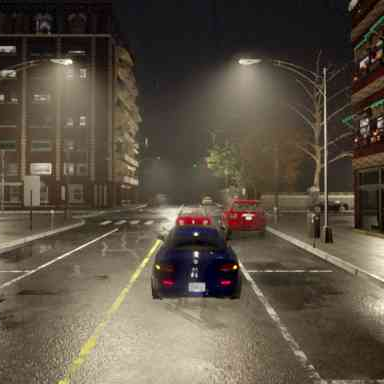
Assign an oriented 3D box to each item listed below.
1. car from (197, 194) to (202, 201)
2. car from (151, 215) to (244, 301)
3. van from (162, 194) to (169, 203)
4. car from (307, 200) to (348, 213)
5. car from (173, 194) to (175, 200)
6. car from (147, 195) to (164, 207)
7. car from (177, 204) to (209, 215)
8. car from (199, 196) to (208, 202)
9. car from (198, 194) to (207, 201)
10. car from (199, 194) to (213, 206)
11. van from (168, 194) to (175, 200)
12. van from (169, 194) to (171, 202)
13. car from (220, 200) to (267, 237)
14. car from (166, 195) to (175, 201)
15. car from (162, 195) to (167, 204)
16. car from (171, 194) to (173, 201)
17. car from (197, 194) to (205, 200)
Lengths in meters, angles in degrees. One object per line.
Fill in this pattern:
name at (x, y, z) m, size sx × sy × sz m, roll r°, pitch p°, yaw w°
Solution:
car at (2.586, 1.601, 72.735) m, size 2.008 × 1.369 × 4.403 m, roll 1°, pitch 0°, yaw 0°
car at (0.088, 1.528, 8.228) m, size 1.812 × 1.442 × 4.674 m, roll 0°, pitch 0°, yaw 0°
van at (-5.772, 1.380, 61.652) m, size 1.690 × 1.788 × 3.998 m, roll 1°, pitch 0°, yaw 0°
car at (15.153, 1.607, 37.144) m, size 4.313 × 1.339 × 1.947 m, roll 0°, pitch -1°, yaw 0°
car at (-5.803, 1.606, 78.268) m, size 2.008 × 1.369 × 4.403 m, roll 1°, pitch 0°, yaw 0°
car at (-5.759, 1.612, 50.576) m, size 1.802 × 1.307 × 4.206 m, roll 1°, pitch 0°, yaw 0°
car at (0.069, 1.609, 19.562) m, size 1.895 × 1.301 × 4.718 m, roll 0°, pitch 0°, yaw 0°
car at (2.576, 1.622, 78.274) m, size 1.947 × 1.339 × 4.313 m, roll 1°, pitch 0°, yaw 0°
car at (2.572, 1.377, 83.812) m, size 2.192 × 1.841 × 5.009 m, roll 1°, pitch 0°, yaw 0°
car at (2.613, 1.560, 56.291) m, size 1.752 × 1.417 × 4.829 m, roll 1°, pitch 0°, yaw 0°
van at (-5.826, 1.417, 94.884) m, size 1.690 × 1.788 × 3.998 m, roll 1°, pitch 0°, yaw 0°
van at (-5.781, 1.385, 67.191) m, size 1.690 × 1.788 × 3.998 m, roll 1°, pitch 0°, yaw 0°
car at (2.679, 1.322, 18.091) m, size 2.192 × 1.841 × 5.009 m, roll 1°, pitch 0°, yaw 0°
car at (-5.821, 1.620, 89.346) m, size 2.008 × 1.369 × 4.403 m, roll 1°, pitch 0°, yaw 0°
car at (-5.768, 1.616, 56.113) m, size 1.802 × 1.307 × 4.206 m, roll 1°, pitch 0°, yaw 0°
car at (-5.794, 1.632, 72.730) m, size 1.802 × 1.307 × 4.206 m, roll 1°, pitch 0°, yaw 0°
car at (2.554, 1.391, 94.887) m, size 2.192 × 1.841 × 5.009 m, roll 1°, pitch 0°, yaw 0°
